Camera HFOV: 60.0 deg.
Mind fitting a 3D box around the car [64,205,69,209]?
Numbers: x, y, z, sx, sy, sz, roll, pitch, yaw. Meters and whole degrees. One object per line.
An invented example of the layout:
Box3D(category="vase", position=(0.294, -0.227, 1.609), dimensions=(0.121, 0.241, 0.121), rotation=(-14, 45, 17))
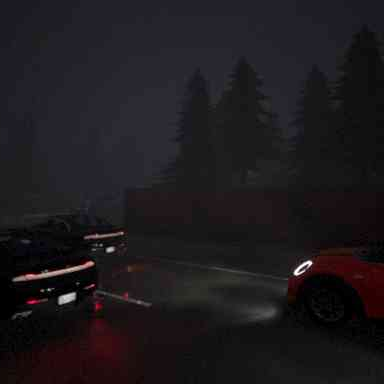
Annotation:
Box3D(category="car", position=(-12.519, 1.717, 38.895), dimensions=(1.895, 1.301, 4.718), rotation=(0, 0, 36))

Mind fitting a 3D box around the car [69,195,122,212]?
Box3D(category="car", position=(-10.104, 1.325, 36.338), dimensions=(2.150, 2.045, 5.566), rotation=(0, 0, 32))

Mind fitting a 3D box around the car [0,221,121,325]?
Box3D(category="car", position=(-3.994, 1.518, 6.839), dimensions=(4.902, 1.511, 2.128), rotation=(0, 0, 36))

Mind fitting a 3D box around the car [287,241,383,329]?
Box3D(category="car", position=(3.954, 1.351, 5.471), dimensions=(4.553, 1.767, 2.097), rotation=(0, 0, 36))

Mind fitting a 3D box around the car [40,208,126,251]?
Box3D(category="car", position=(-4.374, 1.529, 11.554), dimensions=(4.902, 1.511, 2.128), rotation=(0, 0, 38))
